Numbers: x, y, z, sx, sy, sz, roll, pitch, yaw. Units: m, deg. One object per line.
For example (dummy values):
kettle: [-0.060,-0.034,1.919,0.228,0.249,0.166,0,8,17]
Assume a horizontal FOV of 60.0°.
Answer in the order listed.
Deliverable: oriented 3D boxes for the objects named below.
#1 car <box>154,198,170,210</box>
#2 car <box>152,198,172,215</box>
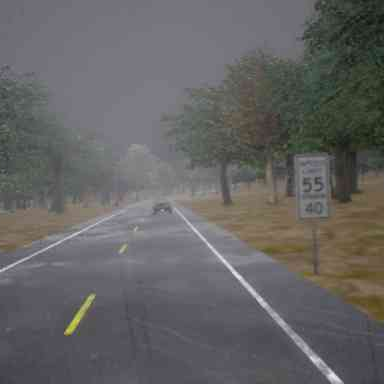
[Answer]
car: [-4.224,1.605,46.328,2.033,1.411,5.357,-3,0,-5]
car: [-3.124,1.523,35.018,1.837,1.490,4.892,-3,0,-5]
